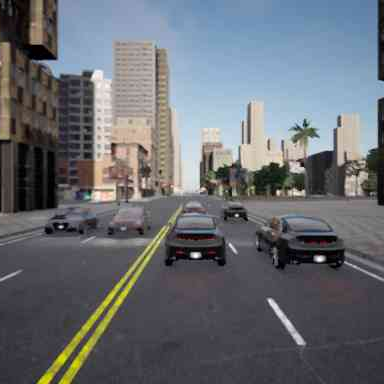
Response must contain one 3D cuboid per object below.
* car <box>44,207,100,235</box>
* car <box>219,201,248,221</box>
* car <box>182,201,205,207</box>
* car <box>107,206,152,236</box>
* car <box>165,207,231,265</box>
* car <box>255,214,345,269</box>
[{"bbox_3d":[-6.587,1.558,18.683,1.994,1.385,4.181,0,0,0],"label":"car"},{"bbox_3d":[3.367,1.501,27.348,1.837,1.490,4.892,0,0,0],"label":"car"},{"bbox_3d":[0.130,1.521,28.177,1.812,1.442,4.674,0,0,0],"label":"car"},{"bbox_3d":[-3.338,1.521,18.552,1.812,1.442,4.674,0,0,0],"label":"car"},{"bbox_3d":[0.105,1.503,11.668,1.837,1.490,4.892,0,0,0],"label":"car"},{"bbox_3d":[3.356,1.504,11.152,1.837,1.490,4.892,0,0,0],"label":"car"}]
